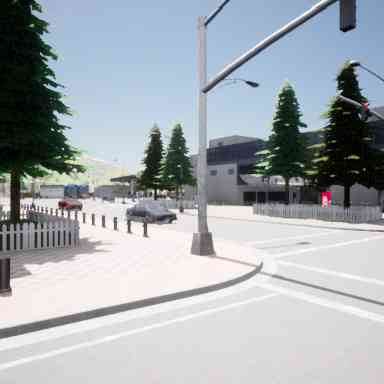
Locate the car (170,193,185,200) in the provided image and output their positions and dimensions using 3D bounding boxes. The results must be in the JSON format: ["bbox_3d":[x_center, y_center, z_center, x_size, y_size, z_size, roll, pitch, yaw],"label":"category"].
[{"bbox_3d":[-3.866,1.109,85.958,1.932,1.855,4.605,0,0,-37],"label":"car"}]

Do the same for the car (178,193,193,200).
[{"bbox_3d":[-1.776,1.089,88.018,1.905,1.878,3.866,0,0,-37],"label":"car"}]

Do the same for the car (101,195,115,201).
[{"bbox_3d":[-20.905,1.397,82.753,1.970,1.475,3.806,0,0,-37],"label":"car"}]

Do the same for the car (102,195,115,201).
[{"bbox_3d":[-18.887,1.387,75.015,1.845,1.501,3.633,0,0,-37],"label":"car"}]

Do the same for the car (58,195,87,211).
[{"bbox_3d":[-15.015,1.500,40.924,1.882,1.535,5.008,0,0,-37],"label":"car"}]

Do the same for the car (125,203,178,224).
[{"bbox_3d":[-3.231,1.562,25.162,2.033,1.411,5.357,0,0,-37],"label":"car"}]
